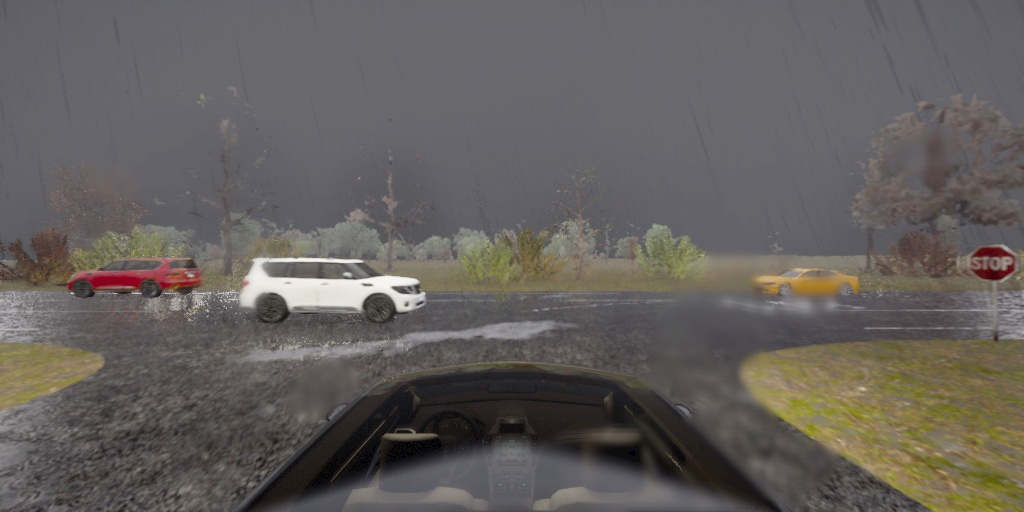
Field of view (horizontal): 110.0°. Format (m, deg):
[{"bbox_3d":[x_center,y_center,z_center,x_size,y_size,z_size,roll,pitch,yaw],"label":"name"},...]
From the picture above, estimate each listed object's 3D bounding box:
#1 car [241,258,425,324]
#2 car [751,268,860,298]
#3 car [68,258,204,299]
[{"bbox_3d":[-5.822,1.076,11.990,5.566,2.045,2.150,0,0,-1],"label":"car"},{"bbox_3d":[15.623,1.411,19.248,5.008,1.535,1.882,0,0,-1],"label":"car"},{"bbox_3d":[-19.511,1.102,18.791,5.566,2.045,2.150,0,0,-1],"label":"car"}]
